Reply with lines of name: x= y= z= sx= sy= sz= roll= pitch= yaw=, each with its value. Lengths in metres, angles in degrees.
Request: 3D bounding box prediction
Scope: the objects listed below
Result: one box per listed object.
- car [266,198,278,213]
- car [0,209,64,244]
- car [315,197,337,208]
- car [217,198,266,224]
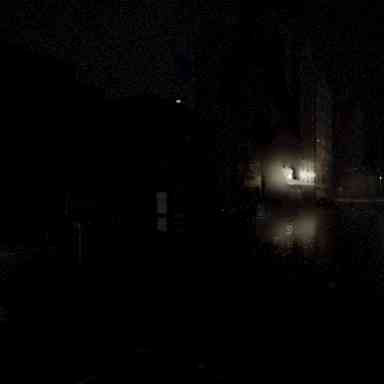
car: x=7.698 y=1.466 z=35.946 sx=1.837 sy=1.490 sz=4.892 roll=-1 pitch=0 yaw=35
car: x=-7.860 y=1.516 z=14.020 sx=1.837 sy=1.490 sz=4.892 roll=-1 pitch=0 yaw=35
car: x=18.648 y=1.456 z=46.302 sx=2.033 sy=1.411 sz=5.357 roll=-1 pitch=0 yaw=35
car: x=3.385 y=1.310 z=24.774 sx=2.097 sy=1.767 sz=4.553 roll=-1 pitch=0 yaw=35
